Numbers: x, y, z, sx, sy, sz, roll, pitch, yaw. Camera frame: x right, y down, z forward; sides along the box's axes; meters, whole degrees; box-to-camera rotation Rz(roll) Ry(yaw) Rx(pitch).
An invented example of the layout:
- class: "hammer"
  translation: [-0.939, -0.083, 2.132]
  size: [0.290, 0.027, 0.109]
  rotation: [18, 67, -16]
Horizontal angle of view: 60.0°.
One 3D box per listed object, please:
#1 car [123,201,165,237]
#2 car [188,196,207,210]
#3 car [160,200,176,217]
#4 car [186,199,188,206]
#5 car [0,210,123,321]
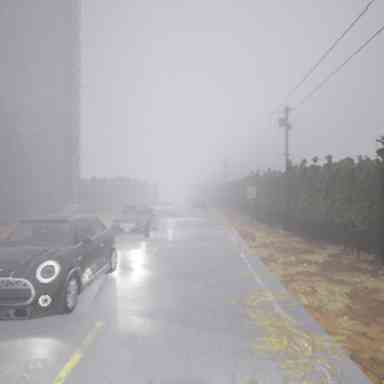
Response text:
- class: "car"
  translation: [-2.918, 1.464, 17.808]
  size: [2.128, 1.511, 4.902]
  rotation: [0, 0, 2]
- class: "car"
  translation: [0.811, 1.417, 41.756]
  size: [1.882, 1.535, 5.008]
  rotation: [0, 0, -2]
- class: "car"
  translation: [-2.491, 1.480, 30.363]
  size: [1.812, 1.442, 4.674]
  rotation: [0, 0, 1]
- class: "car"
  translation: [0.131, 1.416, 51.780]
  size: [2.128, 1.511, 4.902]
  rotation: [0, 0, -6]
- class: "car"
  translation: [-3.185, 1.339, 7.526]
  size: [2.097, 1.767, 4.553]
  rotation: [0, 0, 1]
